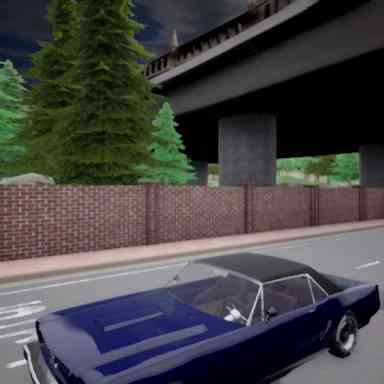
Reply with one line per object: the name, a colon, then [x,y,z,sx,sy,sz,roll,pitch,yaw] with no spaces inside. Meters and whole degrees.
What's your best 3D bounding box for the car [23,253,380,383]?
car: [0.478,1.597,4.372,4.718,1.301,1.895,0,0,-37]
